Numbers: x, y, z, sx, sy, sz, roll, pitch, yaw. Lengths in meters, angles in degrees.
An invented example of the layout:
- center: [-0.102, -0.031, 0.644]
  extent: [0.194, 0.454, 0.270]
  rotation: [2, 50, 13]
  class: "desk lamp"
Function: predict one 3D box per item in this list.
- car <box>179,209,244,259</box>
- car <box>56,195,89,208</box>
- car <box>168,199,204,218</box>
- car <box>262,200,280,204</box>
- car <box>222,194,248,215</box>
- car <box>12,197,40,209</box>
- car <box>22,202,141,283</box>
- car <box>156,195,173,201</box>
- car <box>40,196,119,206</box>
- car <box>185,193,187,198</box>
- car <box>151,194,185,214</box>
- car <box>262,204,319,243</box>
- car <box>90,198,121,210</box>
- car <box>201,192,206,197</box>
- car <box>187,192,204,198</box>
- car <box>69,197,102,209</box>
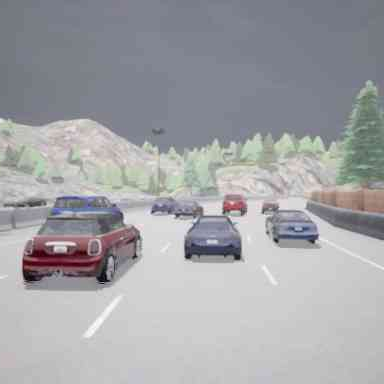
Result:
- center: [0.835, 1.565, 12.686]
  extent: [1.994, 1.385, 4.181]
  rotation: [0, 0, 5]
  class: "car"
- center: [-17.241, 1.311, 48.255]
  extent: [2.097, 1.767, 4.553]
  rotation: [0, 0, 17]
  class: "car"
- center: [-0.180, 1.546, 29.709]
  extent: [2.033, 1.411, 5.357]
  rotation: [0, 0, 12]
  class: "car"
- center: [8.573, 1.544, 36.133]
  extent: [1.812, 1.442, 4.674]
  rotation: [0, 0, 15]
  class: "car"
- center: [4.476, 1.230, 34.314]
  extent: [2.150, 2.045, 5.566]
  rotation: [0, 0, 14]
  class: "car"
- center: [-21.880, 1.427, 44.807]
  extent: [1.882, 1.535, 5.008]
  rotation: [0, 0, 15]
  class: "car"
- center: [-2.920, 1.345, 9.835]
  extent: [2.097, 1.767, 4.553]
  rotation: [0, 0, 4]
  class: "car"
- center: [-6.757, 1.528, 82.624]
  extent: [1.895, 1.301, 4.718]
  rotation: [0, 0, 27]
  class: "car"
- center: [-5.598, 1.208, 18.276]
  extent: [2.150, 2.045, 5.566]
  rotation: [0, 0, 7]
  class: "car"
- center: [-0.814, 0.965, 86.068]
  extent: [2.097, 1.767, 4.553]
  rotation: [0, 0, 30]
  class: "car"
- center: [-2.609, 1.345, 34.652]
  extent: [2.097, 1.767, 4.553]
  rotation: [0, 0, 13]
  class: "car"
- center: [4.674, 1.558, 16.126]
  extent: [2.033, 1.411, 5.357]
  rotation: [0, 0, 7]
  class: "car"
- center: [-11.267, 1.499, 43.830]
  extent: [1.812, 1.442, 4.674]
  rotation: [0, 0, 16]
  class: "car"
- center: [4.920, 1.302, 82.003]
  extent: [1.895, 1.301, 4.718]
  rotation: [0, 0, 31]
  class: "car"
- center: [1.687, 0.956, 83.395]
  extent: [2.150, 2.045, 5.566]
  rotation: [0, 0, 29]
  class: "car"
- center: [-14.459, 1.469, 45.408]
  extent: [1.837, 1.490, 4.892]
  rotation: [0, 0, 16]
  class: "car"
